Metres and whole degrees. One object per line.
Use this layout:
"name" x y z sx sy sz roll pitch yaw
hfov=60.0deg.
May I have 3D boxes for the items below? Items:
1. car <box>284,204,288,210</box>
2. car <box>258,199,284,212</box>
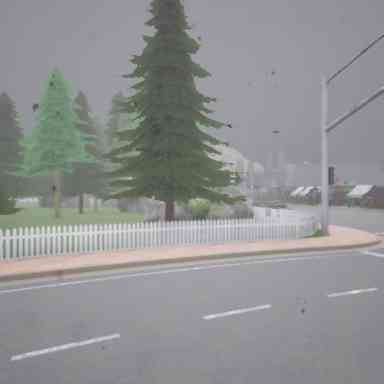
"car" 10.244 1.595 42.787 2.033 1.411 5.357 0 0 -13
"car" 8.004 1.613 37.067 1.994 1.385 4.181 0 0 -13
